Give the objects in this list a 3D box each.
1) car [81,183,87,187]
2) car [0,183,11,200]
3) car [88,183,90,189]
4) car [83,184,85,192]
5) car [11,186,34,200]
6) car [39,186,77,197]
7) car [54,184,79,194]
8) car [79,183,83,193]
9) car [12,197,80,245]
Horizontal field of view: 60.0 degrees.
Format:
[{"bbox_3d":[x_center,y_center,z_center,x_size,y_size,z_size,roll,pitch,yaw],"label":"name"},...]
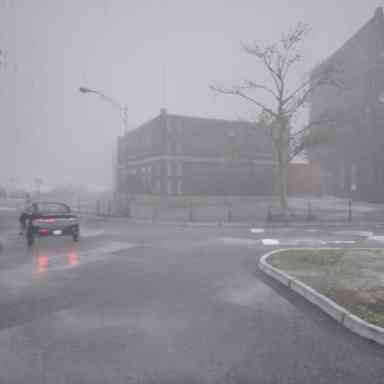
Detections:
[{"bbox_3d":[-27.222,-0.807,75.226,5.566,2.045,2.435,0,2,-15],"label":"car"},{"bbox_3d":[-27.231,0.005,46.052,2.150,2.045,5.566,0,1,-16],"label":"car"},{"bbox_3d":[-30.779,-1.260,88.653,5.566,2.045,2.435,0,2,-15],"label":"car"},{"bbox_3d":[-26.537,-0.462,72.544,4.892,1.521,2.231,0,2,-15],"label":"car"},{"bbox_3d":[-24.582,0.325,47.560,2.033,1.411,5.357,0,1,-17],"label":"car"},{"bbox_3d":[-21.624,0.164,53.851,4.792,1.488,2.163,0,1,-15],"label":"car"},{"bbox_3d":[-22.954,-0.141,59.114,4.553,1.767,2.185,0,2,-15],"label":"car"},{"bbox_3d":[-25.089,-0.403,67.176,4.553,1.767,2.185,0,2,-15],"label":"car"},{"bbox_3d":[-6.064,1.170,13.892,2.128,1.511,4.902,0,1,-32],"label":"car"}]
